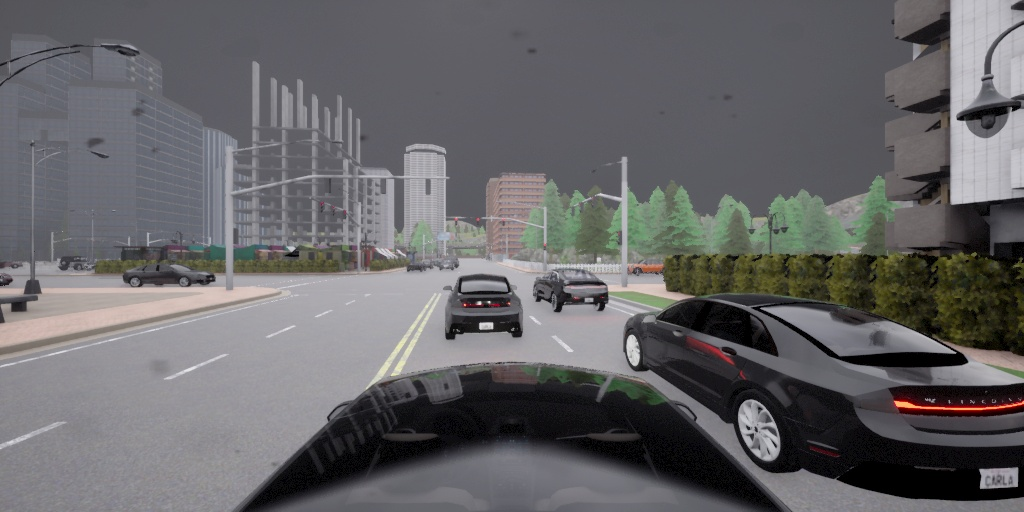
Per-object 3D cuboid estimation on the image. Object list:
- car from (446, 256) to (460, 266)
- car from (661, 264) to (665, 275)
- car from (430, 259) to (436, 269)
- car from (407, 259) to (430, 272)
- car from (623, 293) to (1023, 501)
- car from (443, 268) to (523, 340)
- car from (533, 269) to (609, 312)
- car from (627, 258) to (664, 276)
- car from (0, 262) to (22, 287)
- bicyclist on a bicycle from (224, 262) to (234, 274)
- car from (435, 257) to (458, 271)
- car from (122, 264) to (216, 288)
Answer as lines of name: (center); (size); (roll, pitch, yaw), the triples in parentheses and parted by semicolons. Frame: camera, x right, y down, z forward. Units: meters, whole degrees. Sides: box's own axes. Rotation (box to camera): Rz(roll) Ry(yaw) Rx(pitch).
car: (-10.153, 0.971, 59.864); (2.150, 2.045, 5.566); (0, 0, -6)
car: (14.409, 1.297, 26.791); (5.357, 1.411, 2.033); (0, 0, -5)
car: (-13.169, 1.255, 55.317); (1.837, 1.490, 4.892); (0, 0, -6)
car: (-12.195, 1.351, 46.078); (1.895, 1.301, 4.718); (0, 0, -4)
car: (3.113, 1.255, 4.844); (1.837, 1.490, 4.892); (0, 0, -4)
car: (-0.857, 1.255, 10.090); (1.837, 1.490, 4.892); (0, 0, -7)
car: (2.140, 1.242, 14.205); (2.128, 1.511, 4.902); (0, 0, -9)
car: (14.058, 1.102, 37.499); (4.553, 1.767, 2.097); (0, 0, -5)
car: (-34.640, 1.276, 22.474); (4.674, 1.442, 1.812); (0, 0, -5)
bicyclist on a bicycle: (-29.516, 1.011, 37.408); (0.582, 1.620, 1.656); (0, 5, -5)
car: (-9.059, 1.242, 50.064); (2.128, 1.511, 4.902); (0, 0, -6)
car: (-22.378, 1.255, 23.549); (4.892, 1.490, 1.837); (0, 0, -5)
